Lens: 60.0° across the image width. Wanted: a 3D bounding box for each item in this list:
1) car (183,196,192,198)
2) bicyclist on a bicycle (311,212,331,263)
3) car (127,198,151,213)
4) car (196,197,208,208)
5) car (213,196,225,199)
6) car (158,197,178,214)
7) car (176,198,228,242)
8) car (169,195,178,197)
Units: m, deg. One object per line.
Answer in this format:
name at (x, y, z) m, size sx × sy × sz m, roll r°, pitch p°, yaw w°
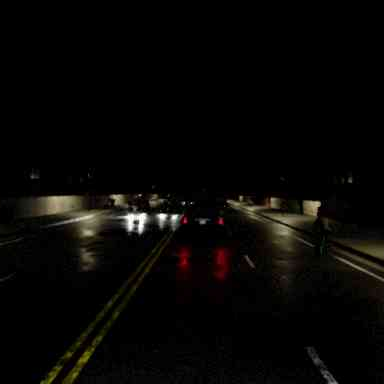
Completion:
car at (-1.053, 1.537, 75.738) m, size 1.812 × 1.442 × 4.674 m, roll 1°, pitch 0°, yaw 2°
bicyclist on a bicycle at (4.428, 1.526, 11.392) m, size 0.582 × 1.620 × 1.656 m, roll 1°, pitch 0°, yaw 2°
car at (-5.592, 1.415, 35.655) m, size 2.128 × 1.511 × 4.902 m, roll 1°, pitch 0°, yaw 2°
car at (1.575, 1.579, 51.452) m, size 1.812 × 1.442 × 4.674 m, roll 1°, pitch 0°, yaw 2°
car at (4.929, 1.676, 54.912) m, size 1.994 × 1.385 × 4.181 m, roll 1°, pitch 0°, yaw 2°
car at (-2.358, 1.538, 35.139) m, size 1.994 × 1.385 × 4.181 m, roll 1°, pitch 0°, yaw 2°
car at (0.546, 1.366, 16.837) m, size 2.097 × 1.767 × 4.553 m, roll 1°, pitch 0°, yaw 2°
car at (-4.261, 1.393, 77.125) m, size 1.812 × 1.442 × 4.674 m, roll 1°, pitch 0°, yaw 2°
